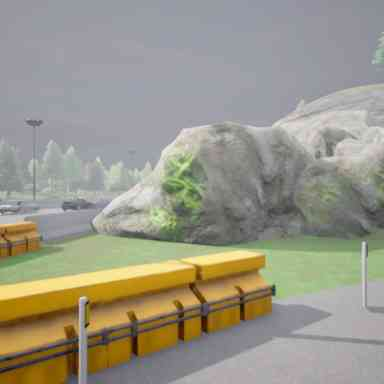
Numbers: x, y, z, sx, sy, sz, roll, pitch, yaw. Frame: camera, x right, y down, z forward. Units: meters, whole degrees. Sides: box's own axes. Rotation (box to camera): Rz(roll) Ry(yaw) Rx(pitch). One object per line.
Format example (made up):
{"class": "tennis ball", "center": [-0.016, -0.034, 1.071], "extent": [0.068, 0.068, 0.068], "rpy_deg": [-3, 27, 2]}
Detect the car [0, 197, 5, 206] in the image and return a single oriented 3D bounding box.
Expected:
{"class": "car", "center": [-32.531, 1.501, 53.277], "extent": [1.837, 1.490, 4.892], "rpy_deg": [0, -1, 12]}

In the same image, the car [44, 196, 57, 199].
{"class": "car", "center": [-24.557, 1.468, 57.266], "extent": [1.882, 1.535, 5.008], "rpy_deg": [0, 0, 12]}

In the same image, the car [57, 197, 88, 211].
{"class": "car", "center": [-13.668, 1.496, 39.877], "extent": [1.837, 1.490, 4.892], "rpy_deg": [0, 0, 11]}

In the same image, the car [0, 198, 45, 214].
{"class": "car", "center": [-18.175, 1.596, 35.226], "extent": [1.895, 1.301, 4.718], "rpy_deg": [0, 0, 11]}

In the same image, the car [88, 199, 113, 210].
{"class": "car", "center": [-10.150, 1.554, 39.621], "extent": [1.994, 1.385, 4.181], "rpy_deg": [0, 0, 11]}
